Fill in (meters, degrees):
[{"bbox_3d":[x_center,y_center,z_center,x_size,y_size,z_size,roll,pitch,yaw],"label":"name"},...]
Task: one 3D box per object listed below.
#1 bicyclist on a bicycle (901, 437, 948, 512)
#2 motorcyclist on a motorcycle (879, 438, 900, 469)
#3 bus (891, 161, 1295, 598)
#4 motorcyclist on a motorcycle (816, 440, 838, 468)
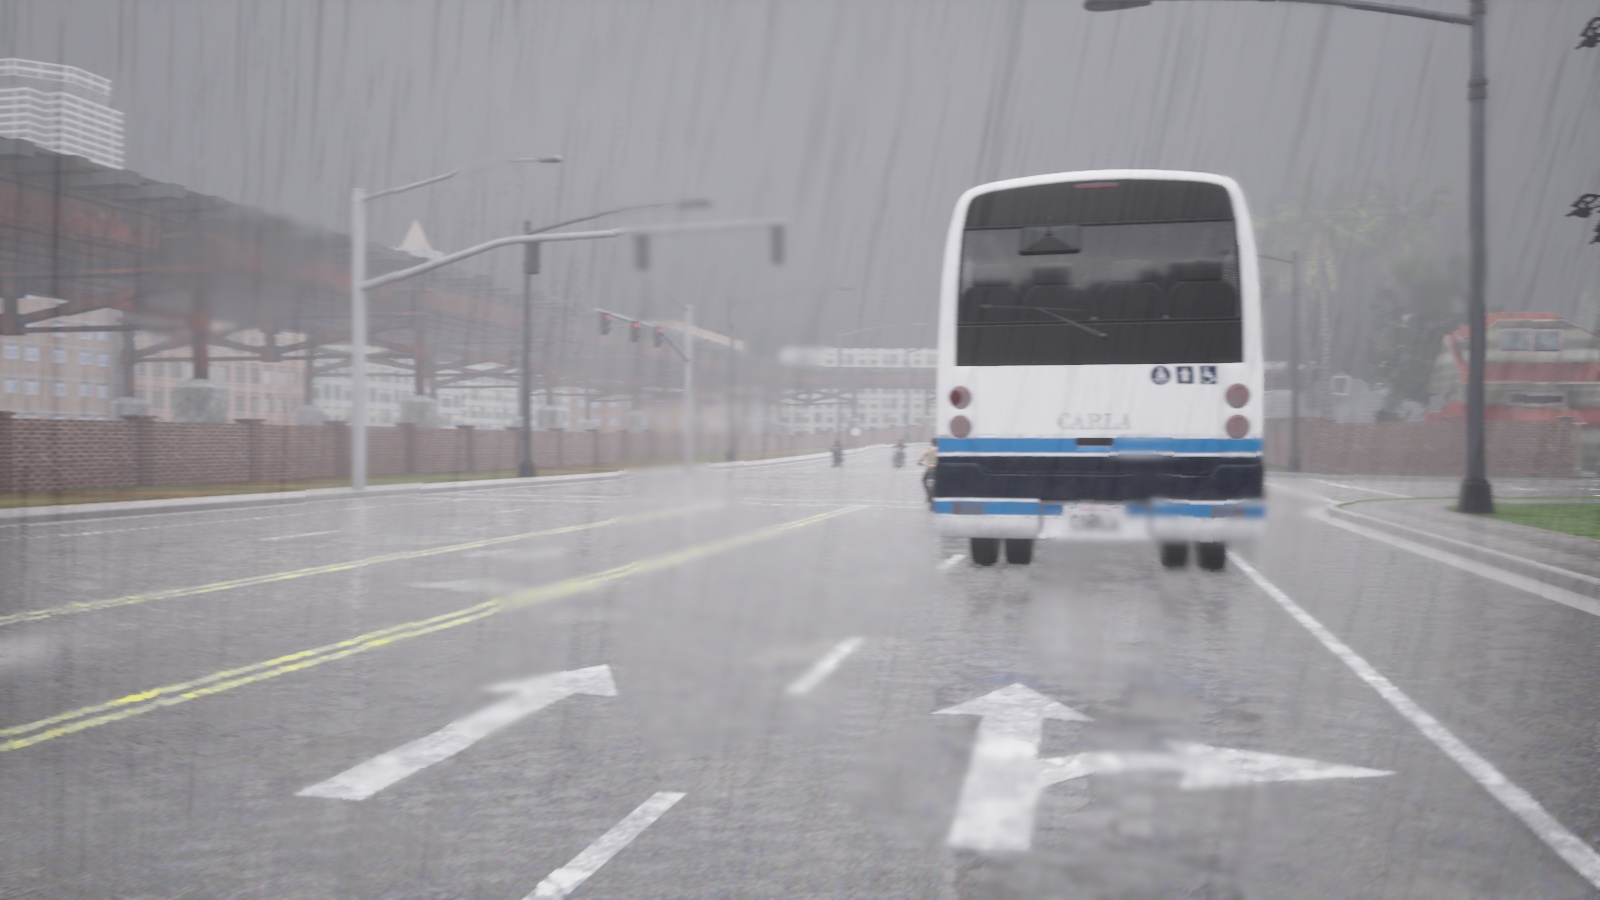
[{"bbox_3d":[2.777,0.531,27.859,0.866,1.612,1.509,0,0,13],"label":"bicyclist on a bicycle"},{"bbox_3d":[4.904,0.195,68.685,0.766,1.649,2.350,0,1,13],"label":"motorcyclist on a motorcycle"},{"bbox_3d":[4.055,-0.718,17.687,3.944,4.253,10.273,0,0,13],"label":"bus"},{"bbox_3d":[1.507,0.210,69.527,0.797,1.523,2.044,0,1,13],"label":"motorcyclist on a motorcycle"}]
